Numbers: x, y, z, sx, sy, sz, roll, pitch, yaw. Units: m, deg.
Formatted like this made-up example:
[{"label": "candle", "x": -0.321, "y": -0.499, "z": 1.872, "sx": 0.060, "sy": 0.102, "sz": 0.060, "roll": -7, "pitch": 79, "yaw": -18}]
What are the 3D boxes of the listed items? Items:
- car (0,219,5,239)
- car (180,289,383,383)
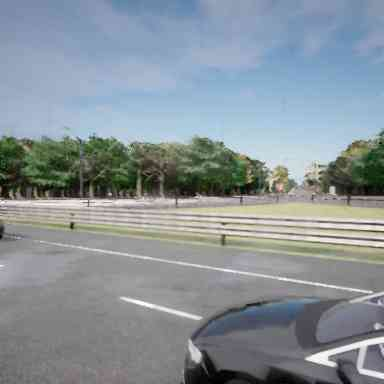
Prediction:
[{"label": "car", "x": -10.884, "y": 1.591, "z": 16.264, "sx": 4.674, "sy": 1.442, "sz": 1.812, "roll": 0, "pitch": 0, "yaw": 36}, {"label": "car", "x": 2.140, "y": 1.492, "z": 2.481, "sx": 4.902, "sy": 1.511, "sz": 2.128, "roll": 0, "pitch": 0, "yaw": 35}]
